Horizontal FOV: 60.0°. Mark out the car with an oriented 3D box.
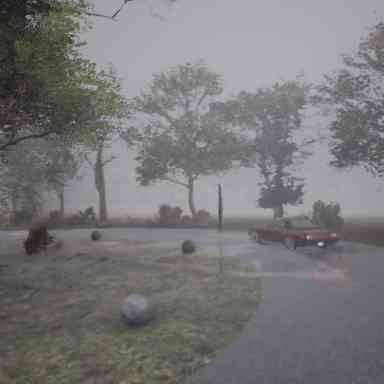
[{"bbox_3d":[4.514,1.901,15.714,1.895,1.301,4.718,0,-1,-20],"label":"car"}]
